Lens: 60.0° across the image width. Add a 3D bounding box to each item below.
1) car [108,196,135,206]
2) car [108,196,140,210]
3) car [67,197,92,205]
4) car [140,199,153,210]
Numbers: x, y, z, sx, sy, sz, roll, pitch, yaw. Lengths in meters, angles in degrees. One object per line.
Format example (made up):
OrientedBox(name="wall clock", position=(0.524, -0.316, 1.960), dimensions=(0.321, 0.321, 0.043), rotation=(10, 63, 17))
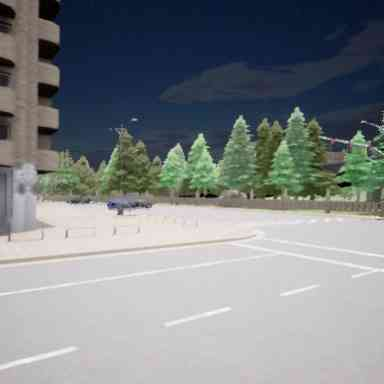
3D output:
OrientedBox(name="car", position=(-12.819, 1.572, 60.657), dimensions=(4.553, 1.767, 2.097), rotation=(0, 0, 31))
OrientedBox(name="car", position=(-9.330, 1.622, 44.063), dimensions=(1.882, 1.535, 5.008), rotation=(1, -1, -41))
OrientedBox(name="car", position=(-21.990, 1.672, 64.892), dimensions=(4.892, 1.490, 1.837), rotation=(0, 0, 14))
OrientedBox(name="car", position=(-7.538, 1.659, 47.302), dimensions=(1.882, 1.535, 5.008), rotation=(1, -1, -42))
